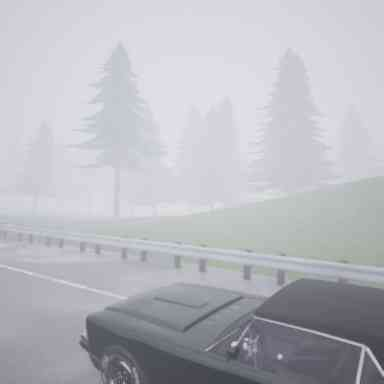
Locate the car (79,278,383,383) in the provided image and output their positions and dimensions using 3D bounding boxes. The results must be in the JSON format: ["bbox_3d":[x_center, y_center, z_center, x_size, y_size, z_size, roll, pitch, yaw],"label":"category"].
[{"bbox_3d":[1.024,1.601,3.262,4.718,1.301,1.895,0,0,35],"label":"car"}]
